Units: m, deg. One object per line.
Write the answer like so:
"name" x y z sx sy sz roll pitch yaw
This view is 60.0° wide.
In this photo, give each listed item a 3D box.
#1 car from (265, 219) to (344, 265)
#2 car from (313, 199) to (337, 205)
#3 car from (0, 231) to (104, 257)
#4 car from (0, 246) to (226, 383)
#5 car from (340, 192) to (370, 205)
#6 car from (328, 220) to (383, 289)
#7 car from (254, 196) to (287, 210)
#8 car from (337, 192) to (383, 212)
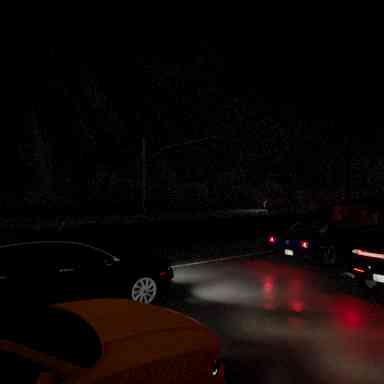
"car" 4.818 1.590 11.652 4.718 1.301 1.895 0 0 -36
"car" 15.204 1.460 36.951 4.181 1.385 1.994 0 0 -36
"car" -2.620 1.504 6.176 4.892 1.490 1.837 0 0 -36
"car" -1.969 1.477 2.320 5.008 1.535 1.882 0 0 -36
"car" 26.516 1.009 54.002 5.566 2.045 2.150 -1 0 -36
"car" 5.678 1.483 7.946 4.902 1.511 2.128 0 0 -36
"car" 9.845 1.255 41.694 4.553 1.767 2.097 0 0 -36
"car" 17.869 1.114 34.568 5.566 2.045 2.150 0 0 -36
